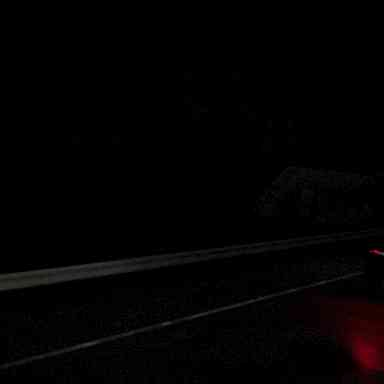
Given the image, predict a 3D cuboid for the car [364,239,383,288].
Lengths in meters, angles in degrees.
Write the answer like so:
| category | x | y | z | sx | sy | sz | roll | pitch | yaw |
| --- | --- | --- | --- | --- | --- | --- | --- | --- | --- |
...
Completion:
| category | x | y | z | sx | sy | sz | roll | pitch | yaw |
| --- | --- | --- | --- | --- | --- | --- | --- | --- | --- |
| car | 6.131 | 1.533 | 8.114 | 4.902 | 1.511 | 2.128 | 0 | 0 | -35 |
